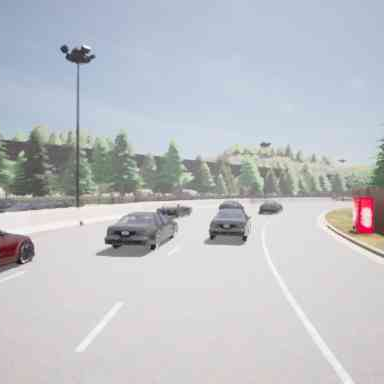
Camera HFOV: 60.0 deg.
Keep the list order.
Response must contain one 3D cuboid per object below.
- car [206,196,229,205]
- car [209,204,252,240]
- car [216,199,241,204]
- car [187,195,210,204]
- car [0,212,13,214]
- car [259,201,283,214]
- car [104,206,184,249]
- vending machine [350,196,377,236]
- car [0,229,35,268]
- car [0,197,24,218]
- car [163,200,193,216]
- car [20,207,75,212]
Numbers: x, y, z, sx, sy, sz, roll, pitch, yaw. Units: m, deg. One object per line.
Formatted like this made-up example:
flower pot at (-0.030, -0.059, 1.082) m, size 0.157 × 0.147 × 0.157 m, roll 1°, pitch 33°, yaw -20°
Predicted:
car at (5.017, 1.601, 64.345) m, size 1.882 × 1.535 × 5.008 m, roll 0°, pitch 0°, yaw 38°
car at (2.086, 1.585, 17.405) m, size 2.033 × 1.411 × 5.357 m, roll 0°, pitch 0°, yaw 12°
car at (4.168, 1.601, 35.256) m, size 1.812 × 1.442 × 4.674 m, roll 0°, pitch 0°, yaw 23°
car at (1.302, 1.462, 65.281) m, size 2.097 × 1.767 × 4.553 m, roll 0°, pitch 0°, yaw 37°
car at (-13.611, 1.528, 27.453) m, size 2.033 × 1.411 × 5.357 m, roll 0°, pitch 0°, yaw 15°
car at (8.918, 1.665, 37.234) m, size 1.994 × 1.385 × 4.181 m, roll 0°, pitch 0°, yaw 25°
car at (-2.016, 1.561, 14.640) m, size 2.033 × 1.411 × 5.357 m, roll 0°, pitch 0°, yaw 10°
vending machine at (9.314, 1.268, 18.088) m, size 1.100 × 2.100 × 0.880 m, roll 0°, pitch 0°, yaw 14°
car at (-6.227, 1.550, 9.148) m, size 1.994 × 1.385 × 4.181 m, roll 0°, pitch 0°, yaw 6°
car at (-16.921, 1.318, 28.301) m, size 2.097 × 1.767 × 4.553 m, roll 0°, pitch 0°, yaw 16°
car at (-1.507, 1.642, 30.369) m, size 1.895 × 1.301 × 4.718 m, roll 0°, pitch 0°, yaw 19°
car at (-10.548, 1.496, 25.228) m, size 1.837 × 1.490 × 4.892 m, roll 0°, pitch 0°, yaw 16°
